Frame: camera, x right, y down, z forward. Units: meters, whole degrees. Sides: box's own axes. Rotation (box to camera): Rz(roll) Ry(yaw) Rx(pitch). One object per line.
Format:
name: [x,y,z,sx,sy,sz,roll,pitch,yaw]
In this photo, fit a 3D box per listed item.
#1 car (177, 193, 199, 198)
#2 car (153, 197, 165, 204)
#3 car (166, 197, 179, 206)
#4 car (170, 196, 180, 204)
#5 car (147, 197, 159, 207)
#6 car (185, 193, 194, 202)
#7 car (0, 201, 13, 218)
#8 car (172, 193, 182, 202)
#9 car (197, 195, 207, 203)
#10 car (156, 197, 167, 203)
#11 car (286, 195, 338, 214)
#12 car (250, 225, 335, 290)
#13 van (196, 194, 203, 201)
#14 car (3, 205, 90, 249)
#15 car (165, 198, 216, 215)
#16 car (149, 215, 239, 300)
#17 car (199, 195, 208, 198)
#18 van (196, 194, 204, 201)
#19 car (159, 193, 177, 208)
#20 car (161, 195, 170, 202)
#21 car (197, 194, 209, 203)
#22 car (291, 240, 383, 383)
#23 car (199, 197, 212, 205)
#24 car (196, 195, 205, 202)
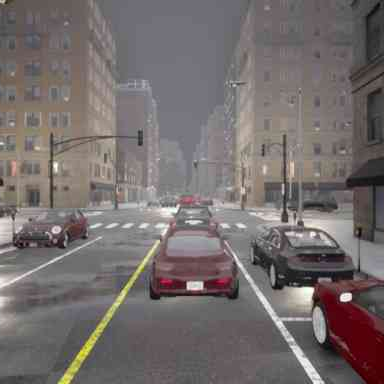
car: [-0.530,1.247,48.413,2.150,2.045,5.566,0,0,3]
car: [-6.229,1.597,63.695,1.887,1.381,4.507,0,0,-1]
car: [-3.393,1.606,58.490,1.994,1.385,4.181,0,0,0]
car: [-3.441,1.590,68.556,1.812,1.442,4.674,0,0,0]
car: [-6.100,1.582,52.680,2.008,1.369,4.403,0,0,-1]
car: [-0.606,1.336,83.554,2.150,2.045,5.566,0,0,-1]
car: [-17.352,1.245,27.052,4.553,1.767,2.097,0,0,0]
car: [-3.580,1.320,81.232,2.150,2.045,5.566,0,0,-1]
car: [2.167,1.522,74.804,1.967,1.590,4.097,0,0,-1]
car: [-6.294,1.648,69.203,1.802,1.307,4.206,0,0,-1]
car: [13.391,1.328,37.252,5.566,2.045,2.150,0,0,-1]
car: [2.656,1.551,8.850,2.008,1.369,4.403,0,0,0]
van: [1.975,1.481,91.324,1.690,1.788,3.998,0,0,-1]
car: [-5.881,1.441,14.319,1.967,1.590,4.097,0,0,0]
car: [0.064,1.354,15.691,2.097,1.767,4.553,0,0,0]
car: [0.018,1.526,8.300,1.812,1.442,4.674,0,0,-1]
car: [2.424,1.577,52.776,1.887,1.381,4.507,0,0,-1]
van: [2.039,1.460,85.817,1.690,1.788,3.998,0,0,-1]
car: [-3.277,1.378,48.565,2.097,1.767,4.553,0,0,-1]
car: [-6.422,1.539,80.219,1.967,1.590,4.097,0,0,-1]
car: [2.232,1.382,69.296,2.192,1.841,5.009,0,0,-1]
car: [2.668,1.545,3.358,1.887,1.381,4.507,0,0,0]
car: [2.360,1.608,58.282,1.947,1.339,4.313,0,0,-1]
car: [2.103,1.540,80.309,1.967,1.590,4.097,0,0,-1]
